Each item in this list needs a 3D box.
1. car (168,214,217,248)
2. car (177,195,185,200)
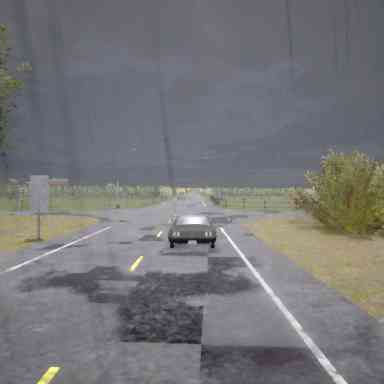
[{"bbox_3d":[0.023,1.609,14.667,1.895,1.301,4.718,0,0,0],"label":"car"},{"bbox_3d":[-2.827,1.416,86.106,1.994,1.385,4.181,0,0,1],"label":"car"}]
